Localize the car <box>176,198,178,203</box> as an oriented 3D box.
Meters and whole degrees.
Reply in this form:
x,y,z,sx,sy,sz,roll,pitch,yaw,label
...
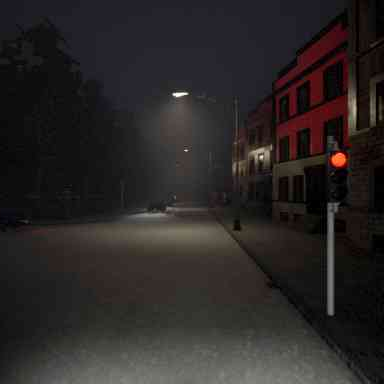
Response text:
x,y,z,sx,sy,sz,roll,pitch,yaw,label
-3.923,1.622,67.356,1.895,1.301,4.718,0,0,0,car

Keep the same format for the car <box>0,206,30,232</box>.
x,y,z,sx,sy,sz,roll,pitch,yaw,label
-11.929,1.526,19.300,4.674,1.442,1.812,0,1,-1,car

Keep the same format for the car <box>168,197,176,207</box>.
x,y,z,sx,sy,sz,roll,pitch,yaw,label
-4.033,1.489,51.486,2.128,1.511,4.902,0,0,0,car

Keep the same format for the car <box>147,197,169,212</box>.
x,y,z,sx,sy,sz,roll,pitch,yaw,label
-4.056,1.601,38.731,1.895,1.301,4.718,0,0,0,car
